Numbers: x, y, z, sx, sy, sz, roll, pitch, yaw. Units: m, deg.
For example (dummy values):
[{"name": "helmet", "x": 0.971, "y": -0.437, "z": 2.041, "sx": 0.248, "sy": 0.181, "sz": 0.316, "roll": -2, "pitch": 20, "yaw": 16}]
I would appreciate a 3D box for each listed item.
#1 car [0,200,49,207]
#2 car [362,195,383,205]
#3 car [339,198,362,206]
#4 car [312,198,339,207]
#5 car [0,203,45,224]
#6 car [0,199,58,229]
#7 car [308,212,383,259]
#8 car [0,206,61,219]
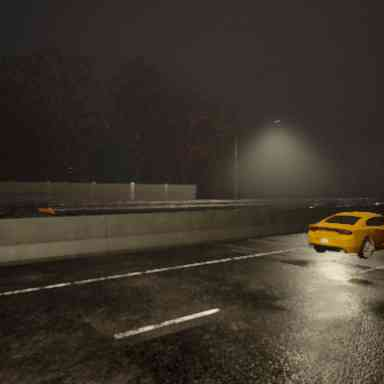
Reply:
[{"name": "car", "x": -10.408, "y": 1.360, "z": 18.060, "sx": 4.553, "sy": 1.767, "sz": 2.097, "roll": 0, "pitch": 0, "yaw": -35}, {"name": "car", "x": 24.937, "y": 1.370, "z": 43.208, "sx": 5.566, "sy": 2.045, "sz": 2.150, "roll": 0, "pitch": 0, "yaw": -35}, {"name": "car", "x": 22.957, "y": 1.629, "z": 46.093, "sx": 5.008, "sy": 1.535, "sz": 1.882, "roll": 0, "pitch": 0, "yaw": -35}, {"name": "car", "x": 19.296, "y": 1.636, "z": 47.773, "sx": 4.902, "sy": 1.511, "sz": 2.128, "roll": 0, "pitch": 0, "yaw": -35}, {"name": "car", "x": -13.309, "y": 1.577, "z": 24.587, "sx": 4.181, "sy": 1.385, "sz": 1.994, "roll": 0, "pitch": 0, "yaw": -35}, {"name": "car", "x": -11.378, "y": 1.364, "z": 21.664, "sx": 4.553, "sy": 1.767, "sz": 2.097, "roll": 0, "pitch": 0, "yaw": -35}, {"name": "car", "x": 6.574, "y": 1.520, "z": 12.856, "sx": 5.008, "sy": 1.535, "sz": 1.882, "roll": 0, "pitch": 0, "yaw": -35}, {"name": "car", "x": -7.775, "y": 1.574, "z": 15.640, "sx": 4.181, "sy": 1.385, "sz": 1.994, "roll": 0, "pitch": 0, "yaw": -35}]
